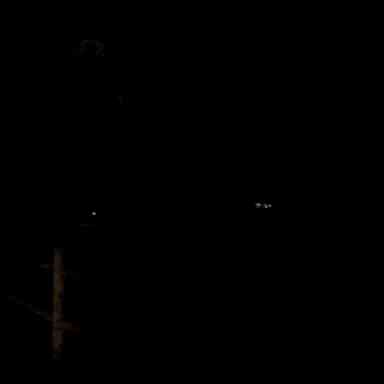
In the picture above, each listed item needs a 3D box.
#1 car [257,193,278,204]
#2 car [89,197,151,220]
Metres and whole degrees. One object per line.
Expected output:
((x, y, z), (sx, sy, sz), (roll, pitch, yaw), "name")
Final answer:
((11.750, 1.001, 51.490), (1.837, 1.490, 4.892), (2, 1, 36), "car")
((-4.924, 1.130, 23.475), (1.837, 1.490, 4.892), (2, 1, 36), "car")
